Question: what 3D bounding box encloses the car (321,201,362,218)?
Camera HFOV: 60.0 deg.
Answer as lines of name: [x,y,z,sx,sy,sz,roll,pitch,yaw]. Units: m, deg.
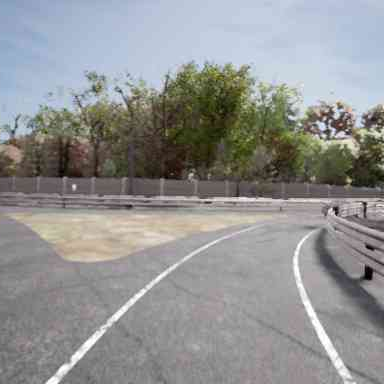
car: [13.552,1.509,30.078,5.357,1.411,2.033,1,1,-45]
